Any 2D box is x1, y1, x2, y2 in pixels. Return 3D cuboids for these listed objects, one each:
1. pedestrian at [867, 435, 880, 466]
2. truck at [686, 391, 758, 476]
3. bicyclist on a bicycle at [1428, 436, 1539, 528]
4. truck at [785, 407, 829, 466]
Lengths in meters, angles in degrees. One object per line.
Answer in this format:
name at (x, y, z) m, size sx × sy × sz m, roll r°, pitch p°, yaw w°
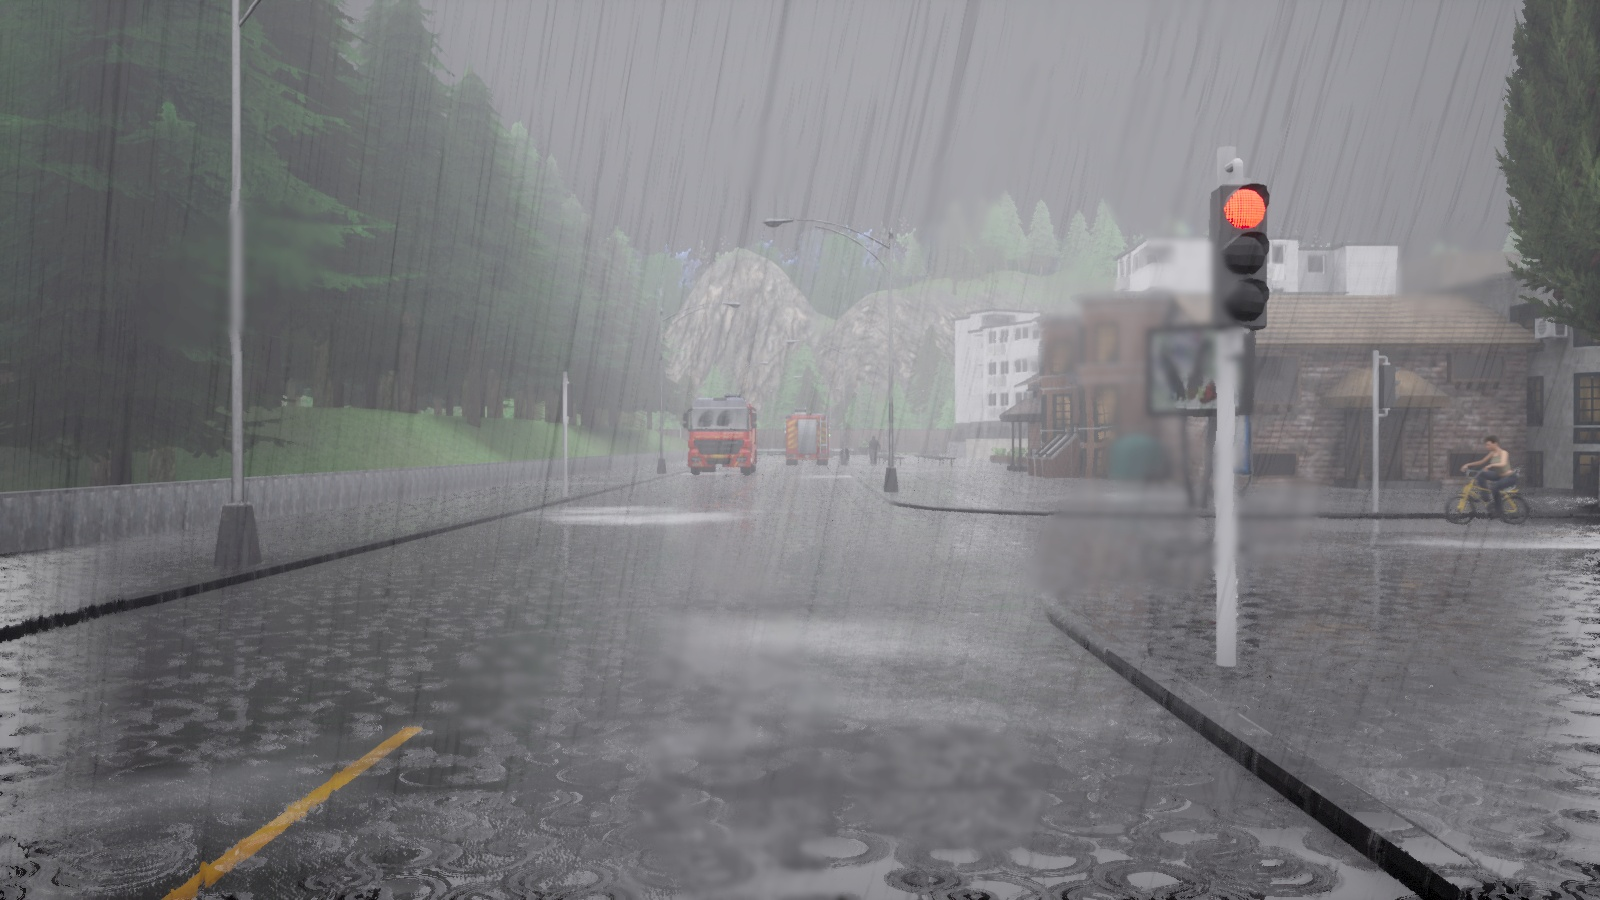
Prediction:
pedestrian at (4.395, 0.031, 74.993) m, size 0.563 × 1.883 × 0.849 m, roll 0°, pitch 0°, yaw 23°
truck at (-3.647, -0.768, 60.613) m, size 2.891 × 3.827 × 8.468 m, roll 0°, pitch 0°, yaw 0°
bicyclist on a bicycle at (12.218, 0.564, 22.469) m, size 1.509 × 1.612 × 0.866 m, roll 0°, pitch 0°, yaw 1°
truck at (0.498, -0.914, 86.699) m, size 2.891 × 3.827 × 8.468 m, roll 0°, pitch 0°, yaw 0°
